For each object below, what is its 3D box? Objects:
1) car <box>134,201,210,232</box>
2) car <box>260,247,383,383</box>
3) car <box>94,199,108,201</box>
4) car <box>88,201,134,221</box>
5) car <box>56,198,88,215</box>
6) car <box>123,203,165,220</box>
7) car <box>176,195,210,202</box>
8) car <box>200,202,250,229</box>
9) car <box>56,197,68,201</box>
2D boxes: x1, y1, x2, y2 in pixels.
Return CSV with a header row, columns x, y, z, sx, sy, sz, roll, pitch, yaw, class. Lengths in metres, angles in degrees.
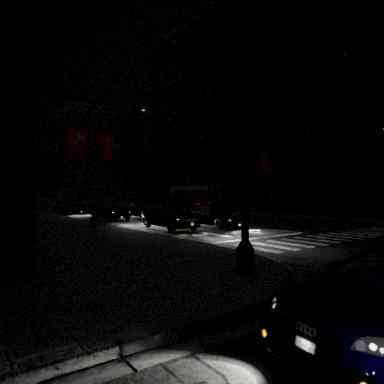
x,y,z,sx,sy,sz,roll,pitch,yaw,class
-1.410,1.548,20.646,2.128,1.511,4.902,0,0,-36,car
3.035,1.560,4.785,4.181,1.385,1.994,0,0,-29,car
-10.537,1.632,38.921,2.128,1.511,4.902,0,0,-36,car
-6.857,1.693,28.221,1.895,1.301,4.718,0,0,-36,car
-13.038,1.680,36.832,2.033,1.411,5.357,0,0,-35,car
-4.465,1.701,30.455,1.895,1.301,4.718,0,0,-36,car
-0.238,1.345,36.059,2.150,2.045,5.566,0,0,-36,car
1.430,1.609,22.323,2.033,1.411,5.357,0,0,-33,car
-25.183,1.746,65.156,2.128,1.511,4.902,0,0,-36,car
